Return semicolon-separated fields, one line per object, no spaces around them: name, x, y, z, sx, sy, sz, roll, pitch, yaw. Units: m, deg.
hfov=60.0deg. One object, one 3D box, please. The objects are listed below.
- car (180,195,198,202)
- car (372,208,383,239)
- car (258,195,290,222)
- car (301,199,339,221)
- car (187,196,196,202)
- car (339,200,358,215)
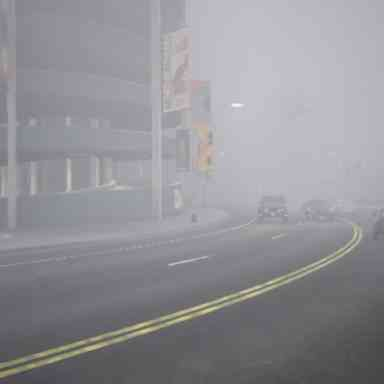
car;-0.816;1.640;83.276;2.231;1.521;4.892;0;0;-34
car;10.050;1.493;16.513;1.812;1.442;4.674;0;0;29
car;6.524;1.230;26.484;2.150;2.045;5.566;0;0;15
car;10.124;1.338;27.019;2.097;1.767;4.553;0;0;12
car;-1.747;1.466;66.750;2.128;1.511;4.902;0;0;-34
car;14.754;1.493;32.850;1.812;1.442;4.674;0;0;5
